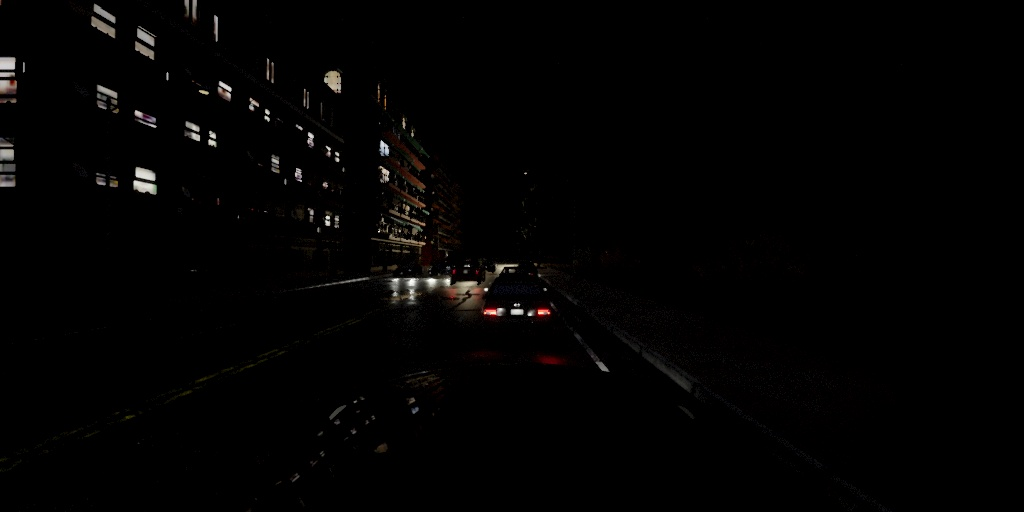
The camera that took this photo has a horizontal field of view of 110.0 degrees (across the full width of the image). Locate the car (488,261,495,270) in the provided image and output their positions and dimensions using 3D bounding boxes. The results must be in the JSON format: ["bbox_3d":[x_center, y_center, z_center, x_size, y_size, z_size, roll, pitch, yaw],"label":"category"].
[{"bbox_3d":[-3.105,1.314,44.802,1.994,1.385,4.181,0,0,0],"label":"car"}]

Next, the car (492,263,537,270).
[{"bbox_3d":[0.118,1.300,20.886,2.033,1.411,5.357,0,0,0],"label":"car"}]

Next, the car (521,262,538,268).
[{"bbox_3d":[1.165,1.258,30.653,1.837,1.490,4.892,0,0,0],"label":"car"}]

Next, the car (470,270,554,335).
[{"bbox_3d":[0.110,1.299,10.525,2.033,1.411,5.357,0,0,0],"label":"car"}]

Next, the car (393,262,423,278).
[{"bbox_3d":[-9.820,1.278,34.209,1.812,1.442,4.674,0,0,0],"label":"car"}]

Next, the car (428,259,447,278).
[{"bbox_3d":[-6.570,1.104,34.423,2.097,1.767,4.553,0,0,0],"label":"car"}]

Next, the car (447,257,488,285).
[{"bbox_3d":[-3.128,1.104,26.289,2.097,1.767,4.553,0,0,0],"label":"car"}]
